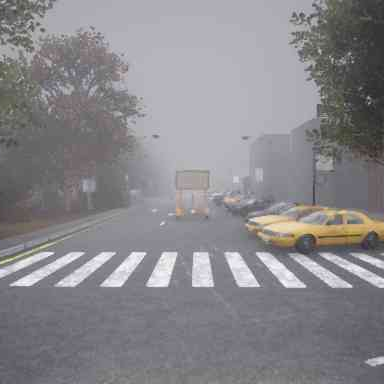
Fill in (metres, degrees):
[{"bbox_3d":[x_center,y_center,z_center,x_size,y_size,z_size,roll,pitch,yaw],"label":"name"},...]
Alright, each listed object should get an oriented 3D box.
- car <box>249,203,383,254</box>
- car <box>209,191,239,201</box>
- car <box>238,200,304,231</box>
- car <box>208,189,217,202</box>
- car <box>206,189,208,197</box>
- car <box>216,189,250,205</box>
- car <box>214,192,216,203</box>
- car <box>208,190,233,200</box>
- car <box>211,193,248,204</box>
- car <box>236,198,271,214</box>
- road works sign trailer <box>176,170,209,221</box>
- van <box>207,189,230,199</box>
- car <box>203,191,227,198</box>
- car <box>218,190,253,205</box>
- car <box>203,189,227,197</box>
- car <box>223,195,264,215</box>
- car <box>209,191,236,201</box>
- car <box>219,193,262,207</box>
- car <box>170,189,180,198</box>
[{"bbox_3d":[5.150,1.360,12.761,5.366,1.575,1.946,1,1,-20],"label":"car"},{"bbox_3d":[5.555,0.689,57.840,4.553,1.767,2.185,1,0,-20],"label":"car"},{"bbox_3d":[5.156,1.320,15.762,5.366,1.575,1.946,0,1,-20],"label":"car"},{"bbox_3d":[5.465,0.728,42.809,5.566,2.045,2.435,1,1,-20],"label":"car"},{"bbox_3d":[5.520,0.627,51.825,5.566,2.045,2.435,1,1,-20],"label":"car"},{"bbox_3d":[5.466,0.926,36.836,4.553,1.767,2.185,1,1,-20],"label":"car"},{"bbox_3d":[5.450,1.055,39.834,4.674,1.452,2.002,1,0,-20],"label":"car"},{"bbox_3d":[5.680,0.601,66.857,4.553,1.767,2.185,1,1,-20],"label":"car"},{"bbox_3d":[5.491,0.941,48.827,4.792,1.488,2.163,1,1,-20],"label":"car"},{"bbox_3d":[5.347,1.286,18.826,4.892,1.521,2.231,1,1,-20],"label":"car"},{"bbox_3d":[0.055,0.186,24.553,2.380,3.560,2.880,0,1,0],"label":"road works sign trailer"},{"bbox_3d":[5.791,0.444,72.904,4.442,1.987,1.878,1,0,-20],"label":"van"},{"bbox_3d":[5.529,0.606,78.806,5.366,1.575,1.946,1,1,-20],"label":"car"},{"bbox_3d":[5.446,0.963,33.835,4.553,1.767,2.185,1,1,-20],"label":"car"},{"bbox_3d":[5.746,0.303,84.895,5.566,2.045,2.435,1,0,-20],"label":"car"},{"bbox_3d":[5.380,1.205,27.826,4.674,1.452,2.002,0,1,-20],"label":"car"},{"bbox_3d":[5.576,0.659,60.841,4.553,1.767,2.185,1,0,-20],"label":"car"},{"bbox_3d":[5.367,1.156,30.817,4.792,1.488,2.163,1,1,-20],"label":"car"},{"bbox_3d":[-3.736,0.346,75.844,2.150,2.045,5.566,0,1,0],"label":"car"}]
